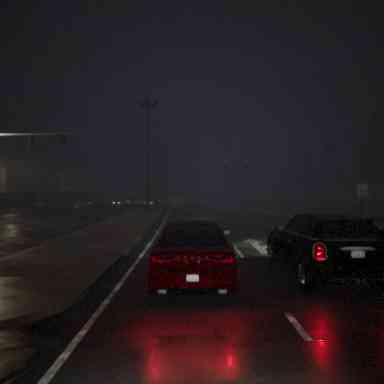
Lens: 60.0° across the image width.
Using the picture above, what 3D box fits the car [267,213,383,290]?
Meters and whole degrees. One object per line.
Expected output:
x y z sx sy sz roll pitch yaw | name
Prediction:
3.517 1.334 9.155 2.097 1.767 4.553 0 0 0 | car

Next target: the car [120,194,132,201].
-16.193 1.323 81.701 1.882 1.535 5.008 0 0 0 | car

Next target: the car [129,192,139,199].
-16.179 0.937 93.111 2.097 1.767 4.553 0 0 0 | car

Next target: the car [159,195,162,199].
-9.185 1.399 88.634 1.895 1.301 4.718 0 0 0 | car

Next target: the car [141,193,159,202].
-9.203 1.387 73.066 2.128 1.511 4.902 0 0 0 | car

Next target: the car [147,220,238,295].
0.016 1.461 8.717 1.882 1.535 5.008 0 0 0 | car

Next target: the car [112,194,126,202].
-16.203 1.387 73.045 2.128 1.511 4.902 0 0 0 | car

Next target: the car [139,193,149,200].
-12.684 1.159 88.692 2.097 1.767 4.553 0 0 0 | car

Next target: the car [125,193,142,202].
-12.703 1.340 73.058 1.882 1.535 5.008 0 0 0 | car
